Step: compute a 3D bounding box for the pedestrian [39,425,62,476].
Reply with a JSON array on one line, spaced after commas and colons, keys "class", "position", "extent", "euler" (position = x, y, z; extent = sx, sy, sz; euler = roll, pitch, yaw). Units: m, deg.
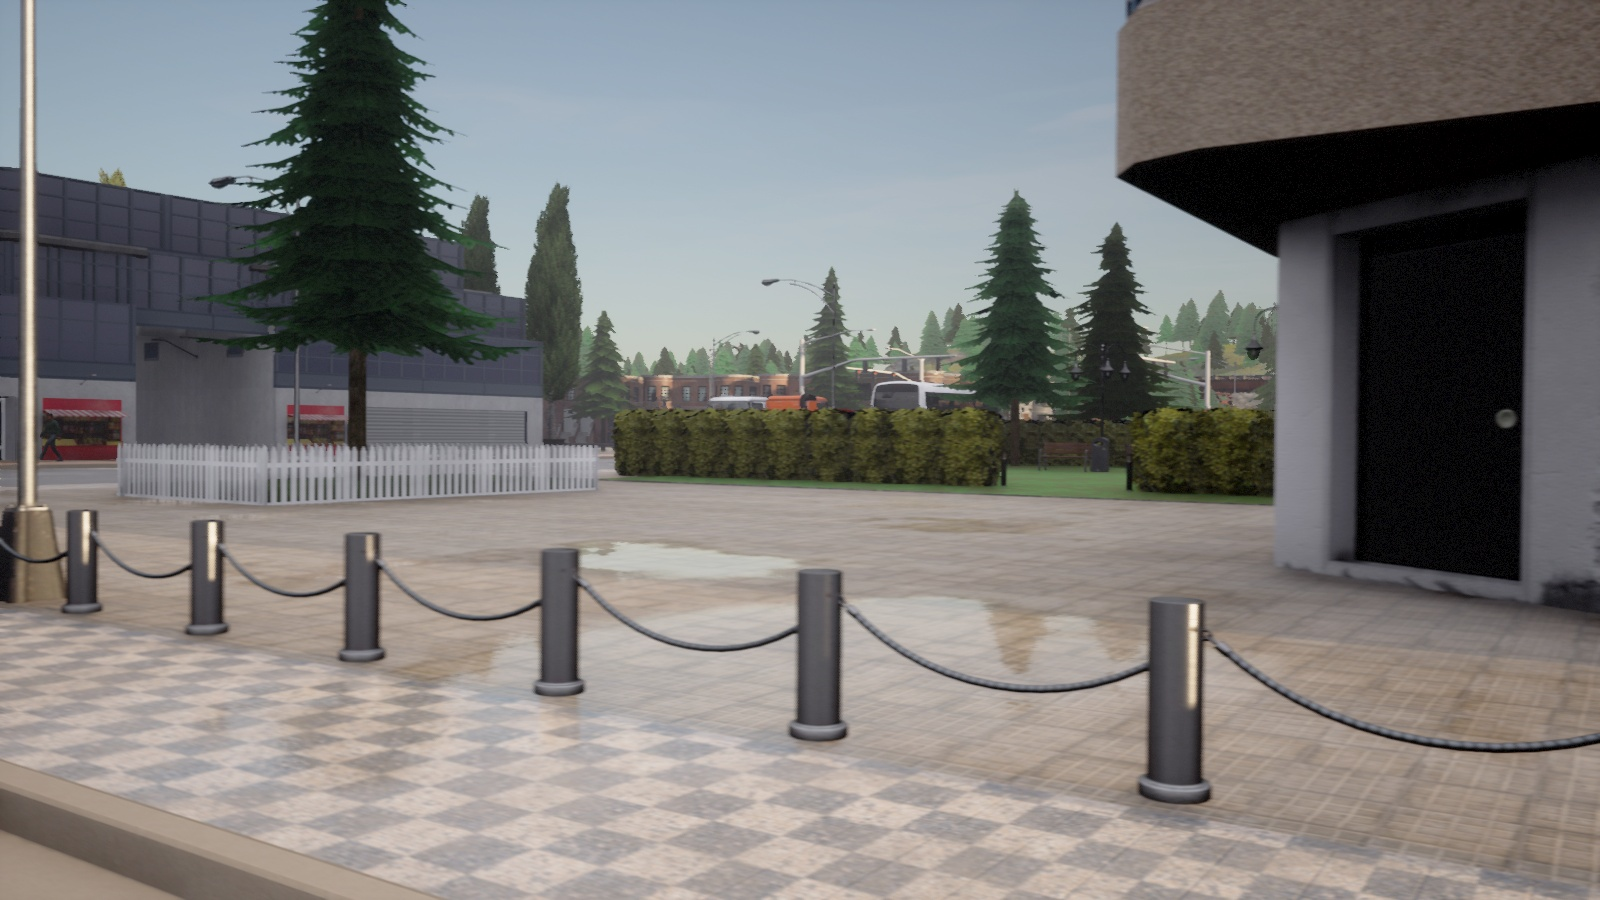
[{"class": "pedestrian", "position": [-27.378, 0.012, 45.886], "extent": [0.353, 1.847, 0.614], "euler": [0, 1, 32]}]

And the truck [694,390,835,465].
[{"class": "truck", "position": [-1.619, -1.082, 62.022], "extent": [2.891, 3.462, 7.936], "euler": [0, 1, 34]}]

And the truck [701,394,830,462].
[{"class": "truck", "position": [-1.738, -1.165, 68.137], "extent": [2.891, 3.462, 7.936], "euler": [0, 1, 34]}]

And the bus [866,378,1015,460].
[{"class": "bus", "position": [8.036, -1.676, 70.163], "extent": [3.944, 4.253, 10.273], "euler": [0, 1, 34]}]
